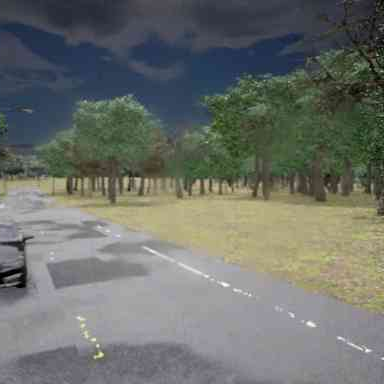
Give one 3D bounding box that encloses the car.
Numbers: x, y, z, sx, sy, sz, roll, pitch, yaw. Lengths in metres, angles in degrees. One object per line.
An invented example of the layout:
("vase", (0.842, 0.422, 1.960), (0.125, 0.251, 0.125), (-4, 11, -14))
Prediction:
("car", (-5.386, 1.486, 8.798), (2.128, 1.511, 4.902), (0, 0, -27))
